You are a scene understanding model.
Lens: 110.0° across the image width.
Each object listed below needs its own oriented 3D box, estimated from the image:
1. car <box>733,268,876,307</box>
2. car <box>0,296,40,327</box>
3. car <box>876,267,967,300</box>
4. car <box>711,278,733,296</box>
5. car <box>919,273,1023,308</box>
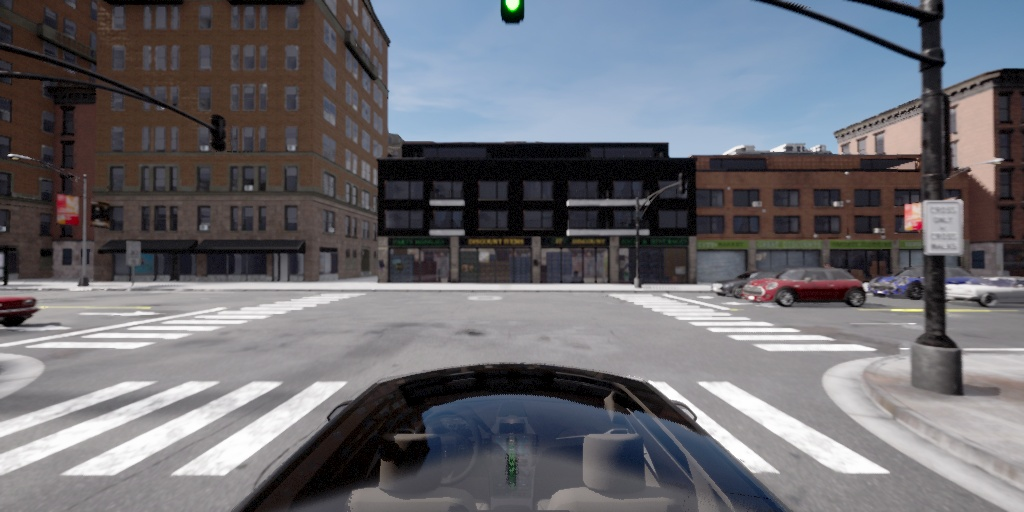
[{"bbox_3d":[13.154,1.327,16.372,4.553,1.767,2.097,0,-1,0],"label":"car"},{"bbox_3d":[-16.063,1.395,9.637,4.718,1.301,1.895,0,-1,0],"label":"car"},{"bbox_3d":[22.411,1.401,19.632,4.553,1.767,2.097,0,-1,0],"label":"car"},{"bbox_3d":[13.432,1.540,19.621,4.674,1.442,1.812,0,-1,0],"label":"car"},{"bbox_3d":[22.142,1.611,16.376,4.718,1.301,1.895,0,-1,0],"label":"car"}]
